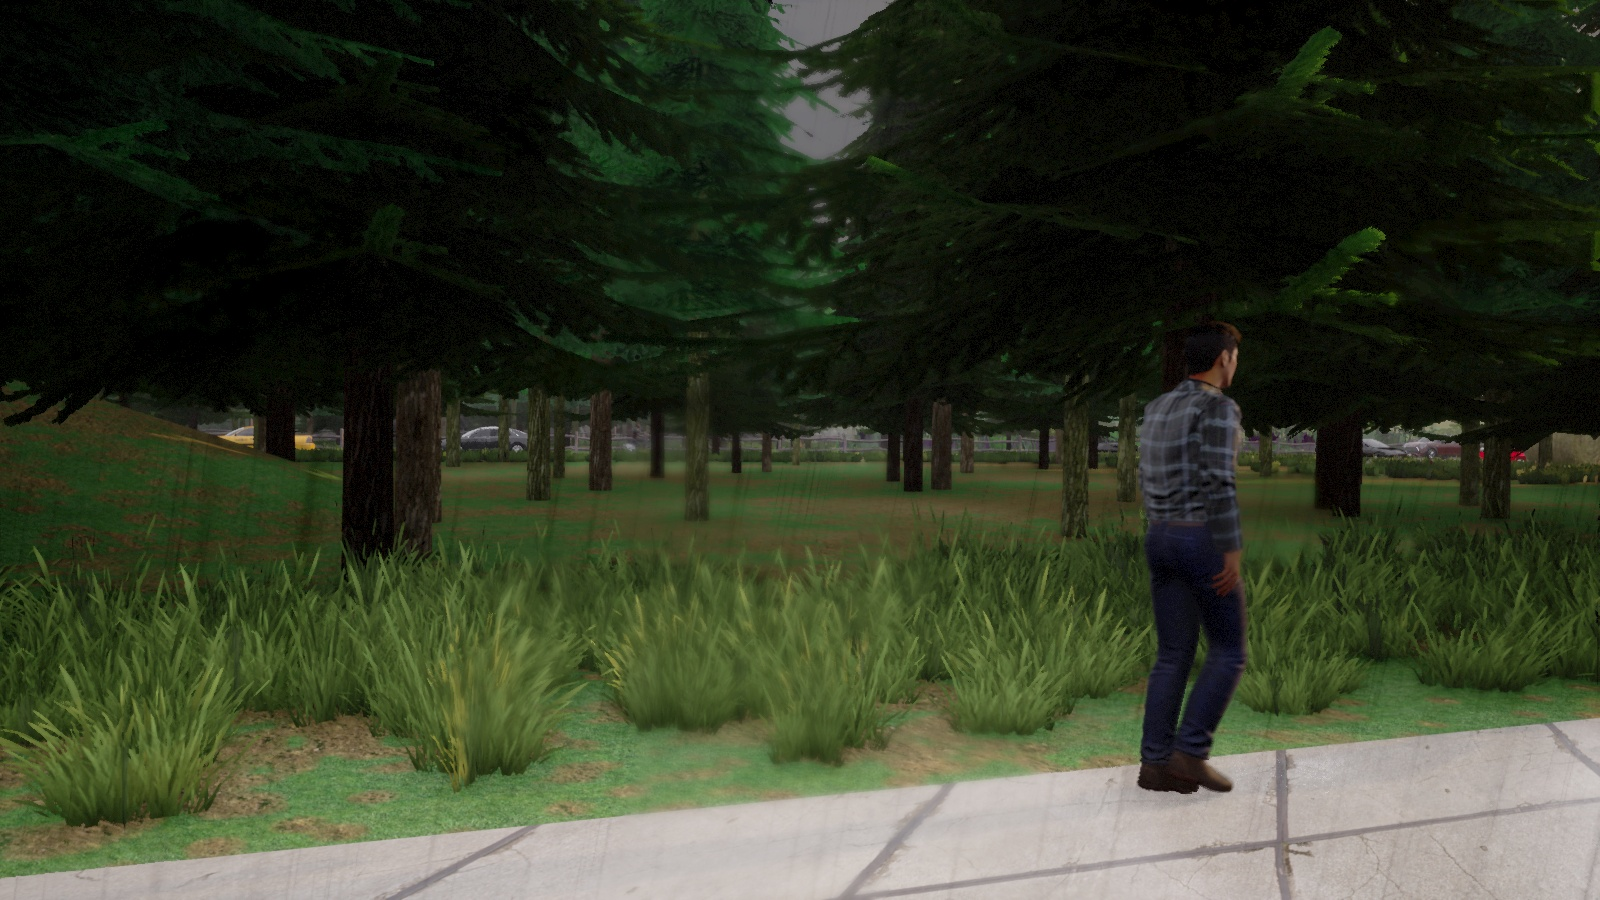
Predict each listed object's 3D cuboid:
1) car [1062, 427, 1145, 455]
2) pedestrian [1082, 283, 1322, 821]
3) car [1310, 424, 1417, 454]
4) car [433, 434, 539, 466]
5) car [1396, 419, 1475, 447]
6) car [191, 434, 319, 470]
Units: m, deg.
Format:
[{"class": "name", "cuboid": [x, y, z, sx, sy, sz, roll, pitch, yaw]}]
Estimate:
[{"class": "car", "cuboid": [16.976, -0.523, 70.244, 4.193, 1.474, 1.816, -1, 1, -19]}, {"class": "pedestrian", "cuboid": [1.557, 0.364, 4.877, 0.788, 1.949, 0.423, -1, 1, -21]}, {"class": "car", "cuboid": [29.997, -0.588, 66.946, 2.163, 1.488, 4.792, -1, 1, -33]}, {"class": "car", "cuboid": [-15.475, -0.037, 61.913, 4.892, 1.490, 1.837, -1, 1, -21]}, {"class": "car", "cuboid": [41.778, -1.147, 82.583, 4.553, 1.767, 2.097, -1, 1, -19]}, {"class": "car", "cuboid": [-25.178, 0.062, 58.221, 5.366, 1.575, 1.801, -1, 1, -21]}]
